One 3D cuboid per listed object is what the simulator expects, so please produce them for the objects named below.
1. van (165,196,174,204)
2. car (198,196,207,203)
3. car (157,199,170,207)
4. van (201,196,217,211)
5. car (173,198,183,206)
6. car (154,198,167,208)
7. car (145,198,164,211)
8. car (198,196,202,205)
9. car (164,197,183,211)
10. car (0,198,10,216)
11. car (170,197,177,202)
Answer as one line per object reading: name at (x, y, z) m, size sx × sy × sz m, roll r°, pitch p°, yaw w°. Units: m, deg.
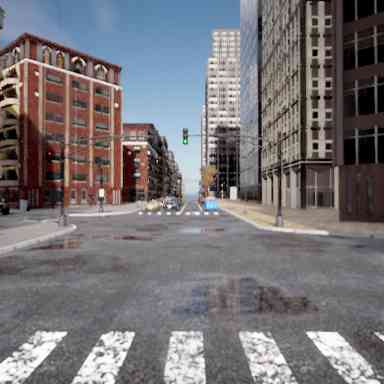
van at (-5.327, 1.870, 78.852) m, size 1.690 × 1.788 × 3.998 m, roll 0°, pitch 0°, yaw 0°
car at (2.550, 1.892, 84.408) m, size 2.192 × 1.841 × 5.009 m, roll 0°, pitch -1°, yaw 0°
car at (-5.325, 1.963, 62.195) m, size 1.947 × 1.339 × 4.313 m, roll 0°, pitch 0°, yaw 0°
van at (2.560, 1.615, 45.541) m, size 1.690 × 1.788 × 3.998 m, roll 0°, pitch 0°, yaw 0°
car at (-2.787, 1.954, 66.182) m, size 1.812 × 1.442 × 4.674 m, roll 0°, pitch 0°, yaw 1°
car at (-5.323, 1.795, 56.644) m, size 1.967 × 1.590 × 4.097 m, roll 0°, pitch 0°, yaw 0°
car at (-5.321, 1.799, 45.368) m, size 1.752 × 1.417 × 4.829 m, roll 0°, pitch 0°, yaw 0°
car at (2.555, 1.985, 67.748) m, size 1.887 × 1.381 × 4.507 m, roll 0°, pitch 0°, yaw 0°
car at (-2.821, 1.767, 45.729) m, size 2.128 × 1.511 × 4.902 m, roll 0°, pitch 0°, yaw 2°
car at (-22.584, 1.613, 37.421) m, size 5.566 × 2.045 × 2.150 m, roll -1°, pitch -1°, yaw 41°
car at (-5.333, 2.126, 95.504) m, size 1.967 × 1.590 × 4.097 m, roll 0°, pitch -1°, yaw 0°
